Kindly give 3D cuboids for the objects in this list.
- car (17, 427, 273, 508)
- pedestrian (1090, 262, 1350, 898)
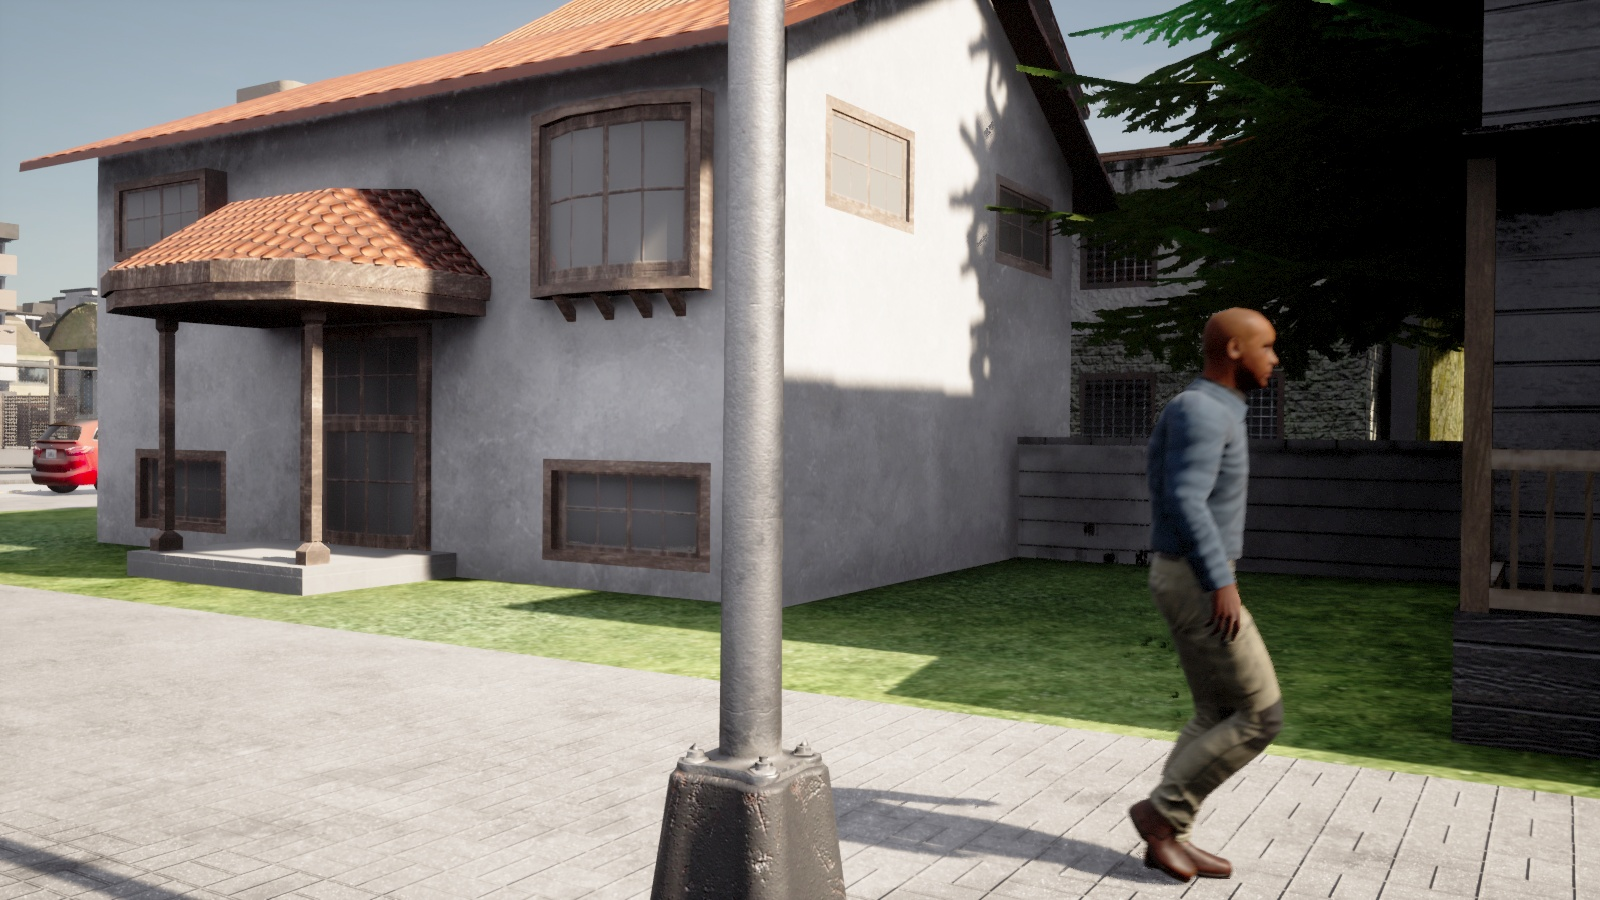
[{"bbox_3d":[-14.688,0.321,28.423,2.242,1.667,4.611,0,1,31],"label":"car"},{"bbox_3d":[1.299,0.376,3.909,0.726,1.835,0.370,0,1,19],"label":"pedestrian"}]
